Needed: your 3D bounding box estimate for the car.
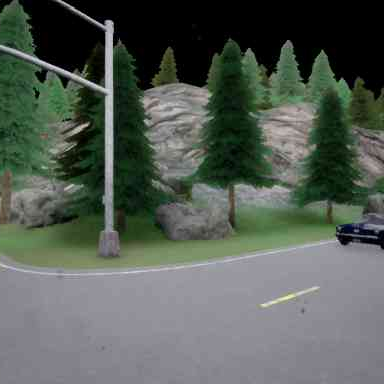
[{"bbox_3d":[8.198,1.610,14.516,4.718,1.301,1.895,0,0,-39],"label":"car"}]
